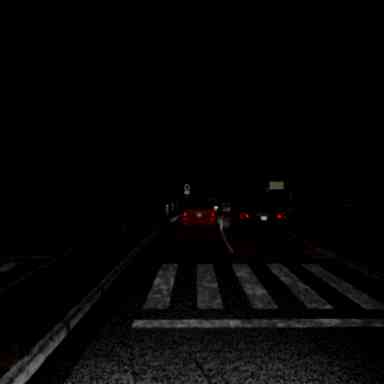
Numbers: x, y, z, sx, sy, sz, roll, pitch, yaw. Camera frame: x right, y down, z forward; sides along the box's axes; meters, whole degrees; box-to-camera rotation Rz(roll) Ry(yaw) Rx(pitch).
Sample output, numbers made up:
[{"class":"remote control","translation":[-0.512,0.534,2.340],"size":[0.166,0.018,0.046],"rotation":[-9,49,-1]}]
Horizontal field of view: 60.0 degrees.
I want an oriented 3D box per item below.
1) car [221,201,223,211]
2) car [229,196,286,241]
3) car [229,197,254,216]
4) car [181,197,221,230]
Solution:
[{"class":"car","translation":[1.956,1.264,32.928],"size":[1.882,1.535,5.008],"rotation":[0,1,9]},{"class":"car","translation":[3.165,1.184,16.776],"size":[2.150,2.045,5.566],"rotation":[0,0,2]},{"class":"car","translation":[4.685,1.294,31.661],"size":[2.128,1.511,4.902],"rotation":[0,1,8]},{"class":"car","translation":[0.535,1.285,20.632],"size":[2.097,1.767,4.553],"rotation":[0,1,4]}]
